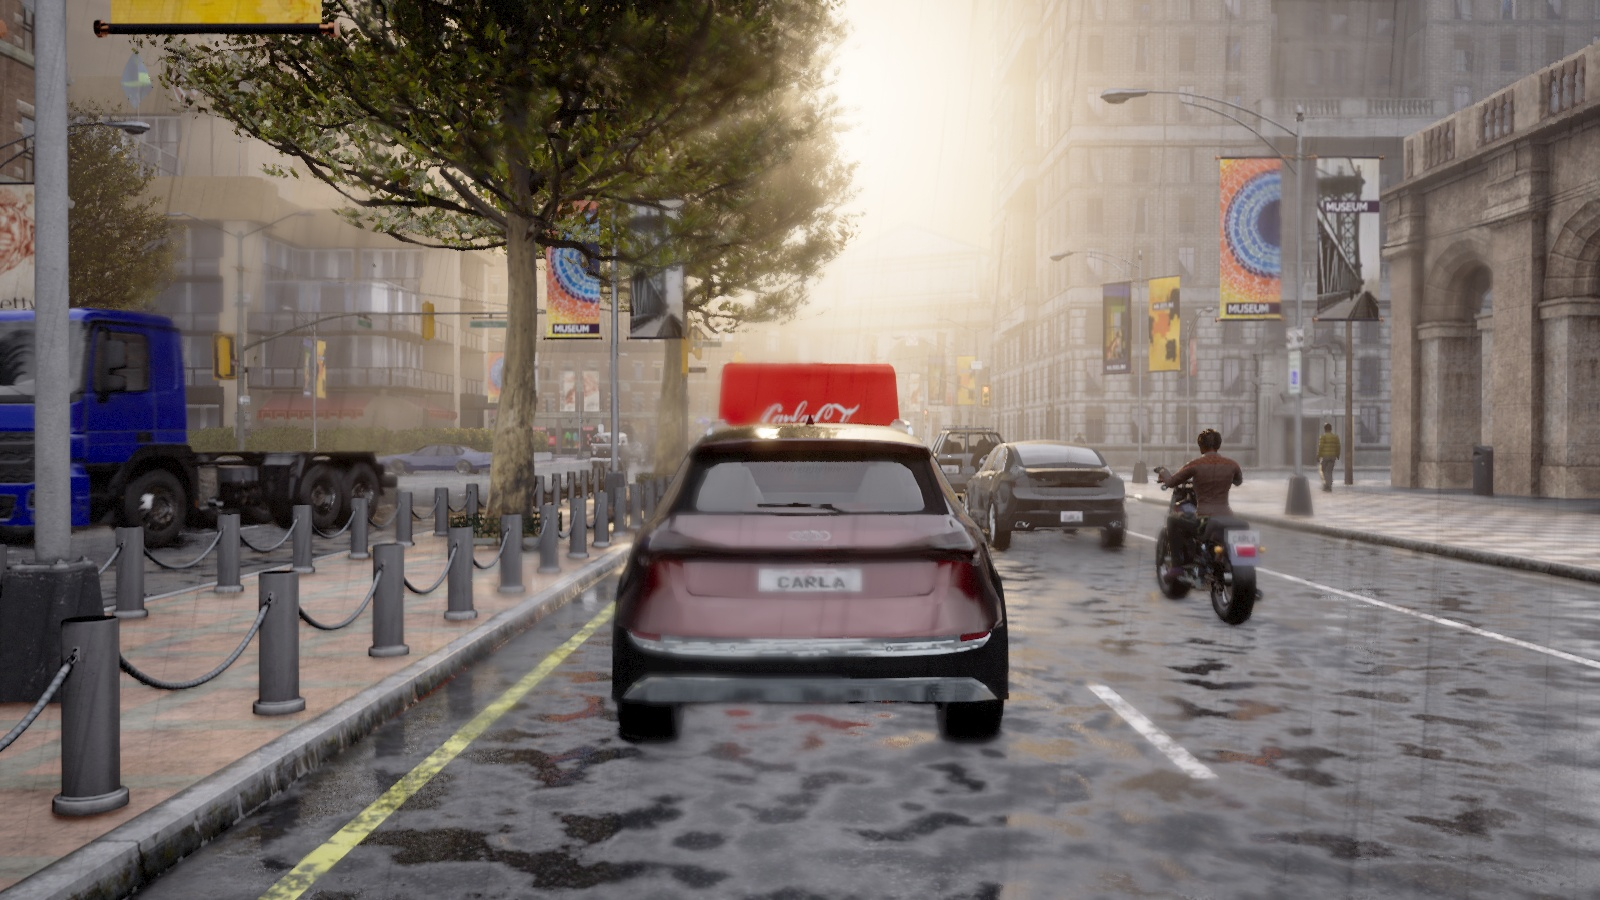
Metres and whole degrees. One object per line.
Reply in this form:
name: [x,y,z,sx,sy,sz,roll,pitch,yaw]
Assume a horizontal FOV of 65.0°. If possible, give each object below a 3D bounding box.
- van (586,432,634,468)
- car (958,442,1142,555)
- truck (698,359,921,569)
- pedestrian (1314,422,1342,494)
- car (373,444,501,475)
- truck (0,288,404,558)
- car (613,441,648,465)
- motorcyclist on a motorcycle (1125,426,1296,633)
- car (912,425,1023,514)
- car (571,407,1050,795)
van: [-11.027,-0.005,73.257,2.069,2.038,4.480,0,0,0]
car: [3.626,0.633,19.112,1.837,1.490,4.892,0,0,0]
truck: [0.118,0.149,17.375,2.627,2.467,5.204,0,0,0]
pedestrian: [13.697,0.207,32.592,0.431,1.840,0.709,0,0,0]
car: [-16.792,0.410,58.234,5.357,1.411,2.033,0,0,0]
truck: [-9.896,-0.373,20.351,2.891,3.462,7.936,0,0,14]
car: [-11.012,0.196,81.704,1.789,1.549,3.705,0,0,0]
motorcyclist on a motorcycle: [3.580,0.628,11.198,0.766,1.649,2.350,0,0,0]
car: [3.678,0.386,28.323,1.932,1.855,4.605,0,0,1]
car: [0.059,0.627,7.768,2.033,1.649,4.856,0,0,0]
